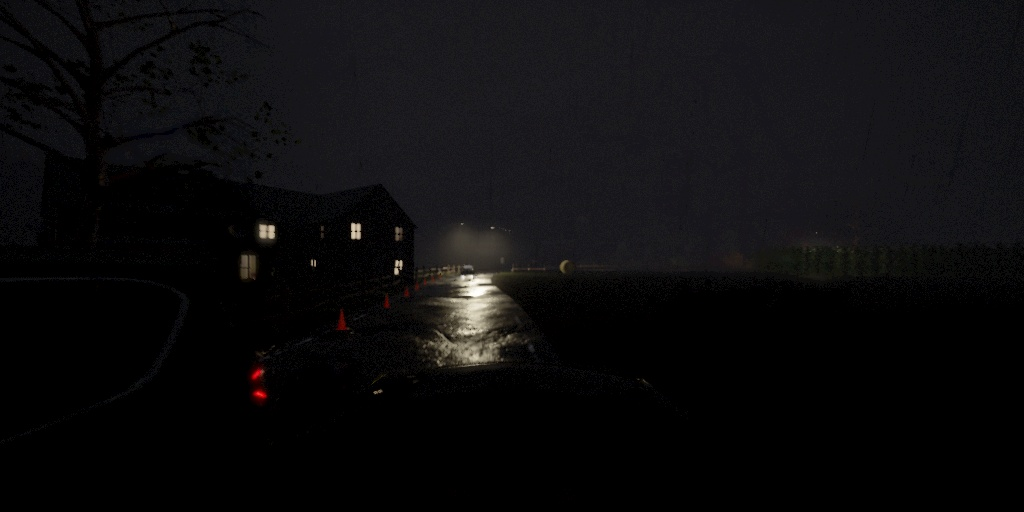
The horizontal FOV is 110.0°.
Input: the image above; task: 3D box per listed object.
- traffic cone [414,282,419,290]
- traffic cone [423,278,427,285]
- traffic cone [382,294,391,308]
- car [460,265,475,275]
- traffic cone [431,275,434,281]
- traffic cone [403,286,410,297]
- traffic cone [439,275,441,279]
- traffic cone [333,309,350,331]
[{"bbox_3d":[-6.645,2.051,25.067,0.340,0.580,0.340,0,0,-8],"label":"traffic cone"},{"bbox_3d":[-7.297,2.125,30.108,0.340,0.580,0.340,0,0,-6],"label":"traffic cone"},{"bbox_3d":[-5.340,1.907,15.267,0.340,0.580,0.340,0,0,-6],"label":"traffic cone"},{"bbox_3d":[-6.420,2.058,52.375,1.994,1.385,4.181,0,-1,-5],"label":"car"},{"bbox_3d":[-7.777,2.199,35.170,0.340,0.580,0.340,0,0,-4],"label":"traffic cone"},{"bbox_3d":[-5.915,1.978,20.149,0.340,0.580,0.340,0,0,-8],"label":"traffic cone"},{"bbox_3d":[-8.082,2.273,40.244,0.340,0.580,0.340,0,0,-2],"label":"traffic cone"},{"bbox_3d":[-4.929,1.837,10.367,0.340,0.580,0.340,0,0,-4],"label":"traffic cone"}]
